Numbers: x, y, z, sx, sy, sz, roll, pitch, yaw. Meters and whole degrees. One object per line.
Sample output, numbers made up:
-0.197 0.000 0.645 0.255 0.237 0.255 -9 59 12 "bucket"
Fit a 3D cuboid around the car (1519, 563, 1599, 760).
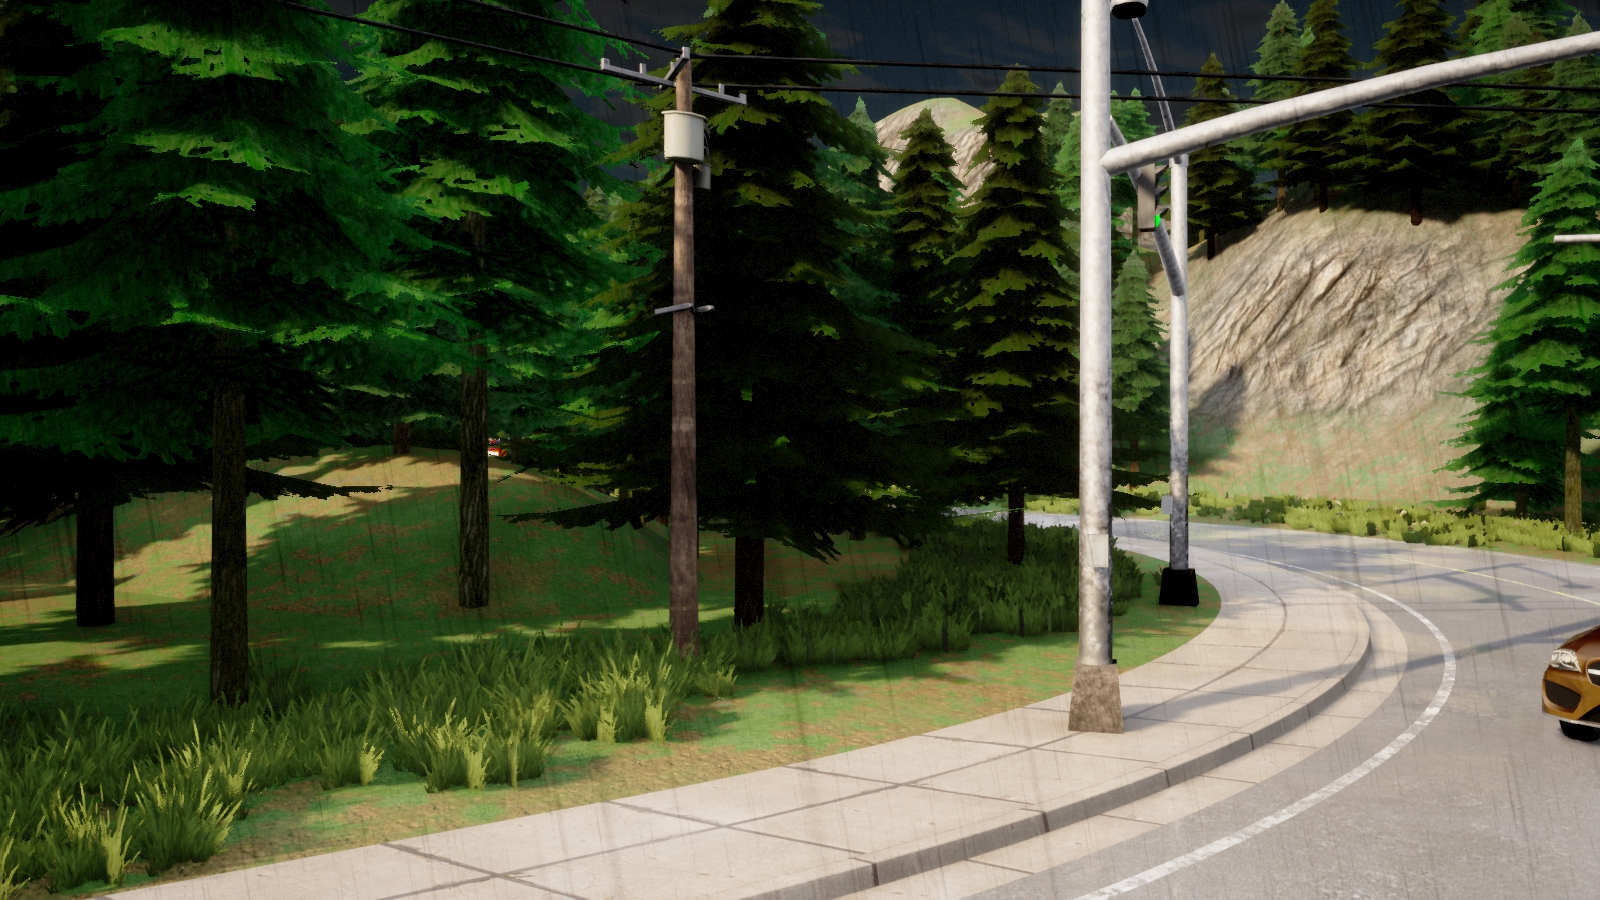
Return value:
9.577 1.970 11.147 5.027 1.651 2.152 0 0 -29 "car"
